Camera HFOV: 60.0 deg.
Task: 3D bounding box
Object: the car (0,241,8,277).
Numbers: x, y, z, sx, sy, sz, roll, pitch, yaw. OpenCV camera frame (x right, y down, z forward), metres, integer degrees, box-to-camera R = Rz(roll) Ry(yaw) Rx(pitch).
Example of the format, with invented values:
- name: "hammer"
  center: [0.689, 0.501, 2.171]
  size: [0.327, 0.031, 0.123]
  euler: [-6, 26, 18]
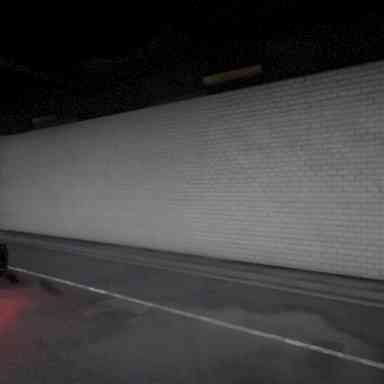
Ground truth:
- name: "car"
  center: [-6.745, 1.506, 8.777]
  size: [4.892, 1.490, 1.837]
  euler: [0, 0, 35]
